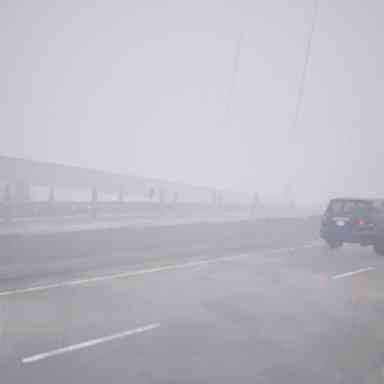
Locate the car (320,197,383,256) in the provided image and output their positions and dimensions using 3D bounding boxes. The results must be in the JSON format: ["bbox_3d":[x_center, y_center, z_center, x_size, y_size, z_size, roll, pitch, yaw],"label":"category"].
[{"bbox_3d":[7.462,1.251,13.377,5.566,2.045,2.150,1,-1,-36],"label":"car"}]
